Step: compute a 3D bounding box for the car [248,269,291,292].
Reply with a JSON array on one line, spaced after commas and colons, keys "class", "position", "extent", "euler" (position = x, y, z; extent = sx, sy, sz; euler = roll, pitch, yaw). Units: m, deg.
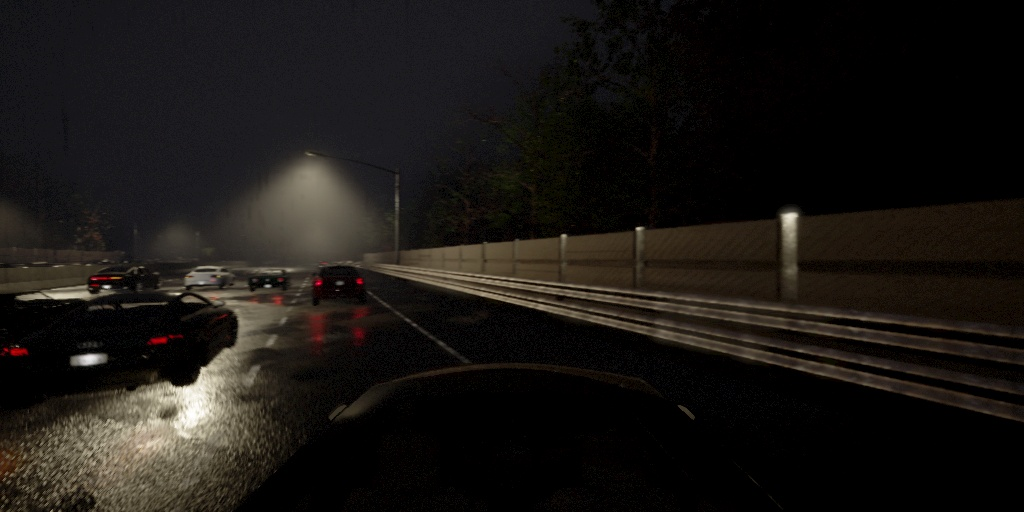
[{"class": "car", "position": [-15.154, 1.452, 22.659], "extent": [1.895, 1.301, 4.718], "euler": [0, 0, -28]}]

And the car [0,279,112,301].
[{"class": "car", "position": [-11.029, 1.363, 7.547], "extent": [1.895, 1.301, 4.718], "euler": [0, 0, -28]}]

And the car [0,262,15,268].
[{"class": "car", "position": [-36.020, 1.168, 24.150], "extent": [2.097, 1.767, 4.553], "euler": [0, 0, -28]}]

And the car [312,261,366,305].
[{"class": "car", "position": [-8.291, 1.181, 17.051], "extent": [2.097, 1.767, 4.553], "euler": [0, 0, -28]}]

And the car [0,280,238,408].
[{"class": "car", "position": [-6.460, 1.329, 6.443], "extent": [1.994, 1.385, 4.181], "euler": [0, 0, -28]}]

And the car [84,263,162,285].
[{"class": "car", "position": [-21.964, 1.328, 20.541], "extent": [1.837, 1.490, 4.892], "euler": [0, 0, -28]}]

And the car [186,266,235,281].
[{"class": "car", "position": [-19.433, 1.372, 23.199], "extent": [1.812, 1.442, 4.674], "euler": [0, 0, -28]}]
